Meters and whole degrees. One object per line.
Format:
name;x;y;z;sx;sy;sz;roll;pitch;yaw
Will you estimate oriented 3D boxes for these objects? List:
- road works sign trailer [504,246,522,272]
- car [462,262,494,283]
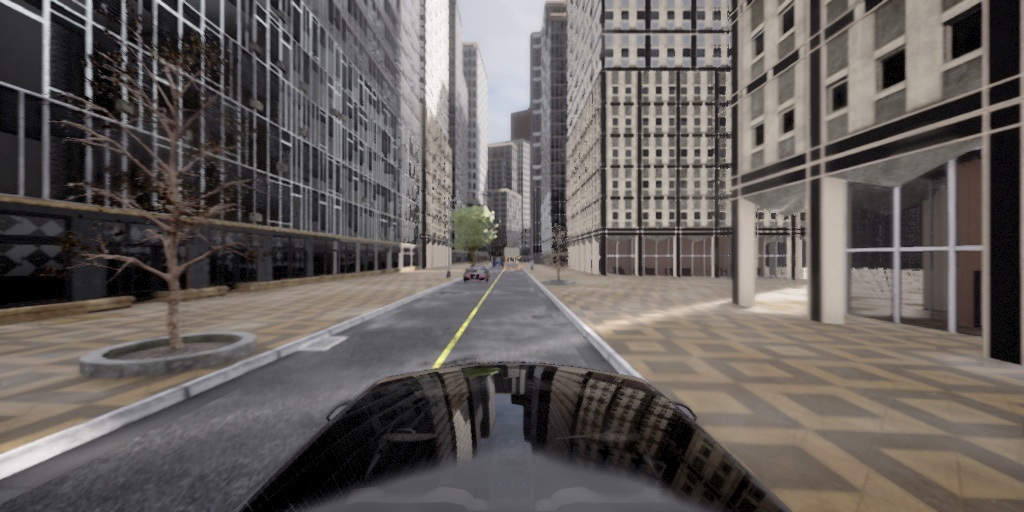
road works sign trailer;0.010;0.438;50.784;2.380;3.560;2.880;0;0;0
car;-2.838;1.426;29.392;1.994;1.385;4.181;0;0;0
